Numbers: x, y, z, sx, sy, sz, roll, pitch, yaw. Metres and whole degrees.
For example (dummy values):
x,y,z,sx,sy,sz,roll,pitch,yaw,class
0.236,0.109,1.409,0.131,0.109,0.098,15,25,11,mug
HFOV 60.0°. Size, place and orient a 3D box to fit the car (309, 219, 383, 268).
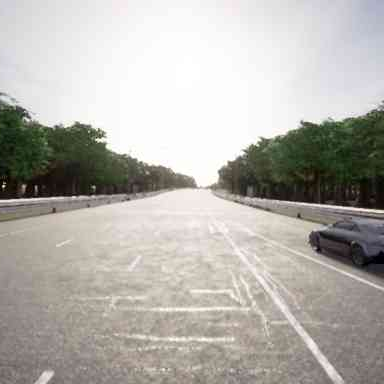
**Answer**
x,y,z,sx,sy,sz,roll,pitch,yaw,class
5.838,1.627,11.667,1.994,1.385,4.181,1,0,-7,car
